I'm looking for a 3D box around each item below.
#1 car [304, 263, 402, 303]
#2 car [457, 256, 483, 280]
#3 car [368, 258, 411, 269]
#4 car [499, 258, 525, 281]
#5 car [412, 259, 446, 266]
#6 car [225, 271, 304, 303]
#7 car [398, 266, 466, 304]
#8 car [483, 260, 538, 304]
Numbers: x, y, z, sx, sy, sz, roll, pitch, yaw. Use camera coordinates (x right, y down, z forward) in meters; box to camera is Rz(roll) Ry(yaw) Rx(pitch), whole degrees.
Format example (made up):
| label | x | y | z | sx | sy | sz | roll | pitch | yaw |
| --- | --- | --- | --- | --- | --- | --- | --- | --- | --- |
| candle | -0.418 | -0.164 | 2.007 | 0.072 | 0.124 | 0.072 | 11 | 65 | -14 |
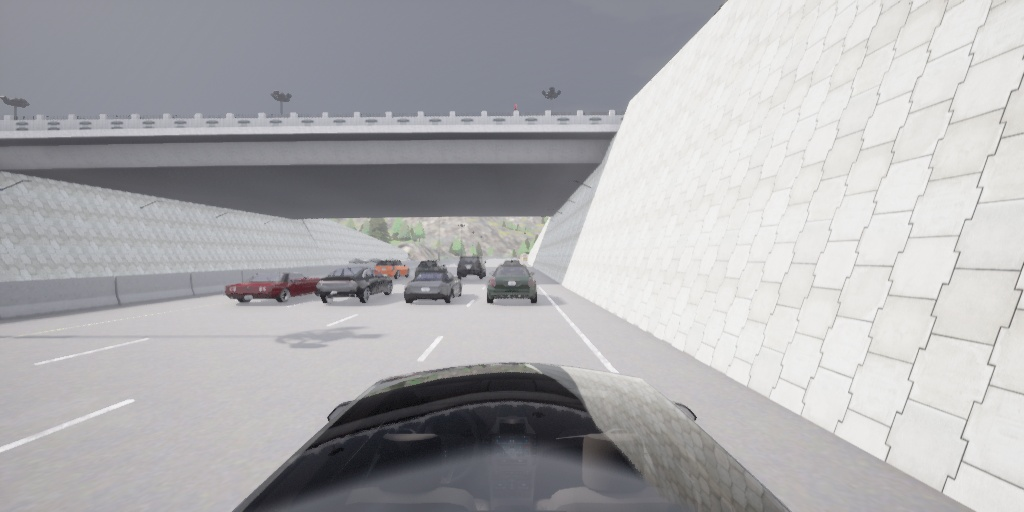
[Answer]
| label | x | y | z | sx | sy | sz | roll | pitch | yaw |
| --- | --- | --- | --- | --- | --- | --- | --- | --- | --- |
| car | -7.000 | 1.242 | 16.500 | 2.128 | 1.511 | 4.902 | 0 | 0 | 0 |
| car | -3.500 | 1.005 | 31.530 | 2.150 | 2.045 | 5.566 | 0 | 0 | 0 |
| car | -10.500 | 1.113 | 31.470 | 2.097 | 1.767 | 4.553 | 0 | 0 | 0 |
| car | 0.000 | 1.114 | 31.470 | 2.097 | 1.767 | 4.553 | 0 | 0 | 0 |
| car | -7.000 | 1.113 | 31.470 | 2.097 | 1.767 | 4.553 | 0 | 0 | 0 |
| car | -10.500 | 1.363 | 16.530 | 1.895 | 1.301 | 4.718 | 0 | 0 | 0 |
| car | -3.500 | 1.319 | 16.500 | 1.994 | 1.385 | 4.181 | 0 | 0 | 0 |
| car | 0.000 | 1.113 | 16.470 | 2.097 | 1.767 | 4.553 | 0 | 0 | 0 |
